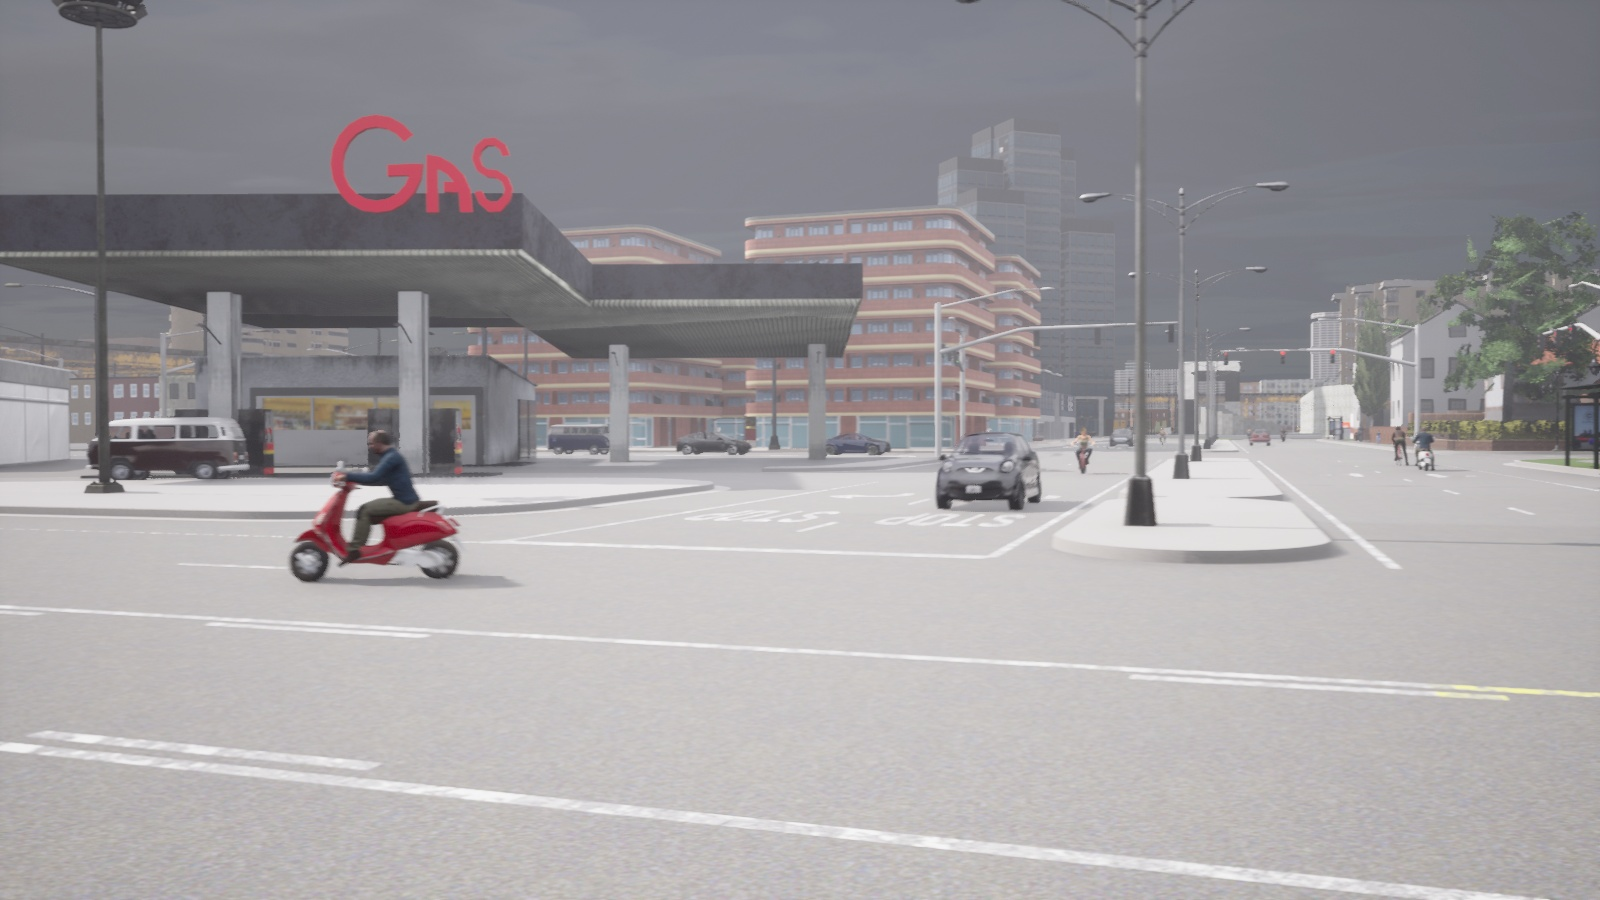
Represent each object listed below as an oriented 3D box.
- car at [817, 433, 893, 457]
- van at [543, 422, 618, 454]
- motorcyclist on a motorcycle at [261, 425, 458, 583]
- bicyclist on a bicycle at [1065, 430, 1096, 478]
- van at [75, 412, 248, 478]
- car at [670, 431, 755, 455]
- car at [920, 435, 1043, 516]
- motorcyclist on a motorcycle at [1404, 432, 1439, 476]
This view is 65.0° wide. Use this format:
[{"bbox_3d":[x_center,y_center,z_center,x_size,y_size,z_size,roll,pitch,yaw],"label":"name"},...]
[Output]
[{"bbox_3d":[3.318,-0.306,75.479,4.181,1.385,1.994,0,1,16],"label":"car"},{"bbox_3d":[-14.132,-0.774,80.997,4.442,1.987,1.775,1,1,17],"label":"van"},{"bbox_3d":[-4.589,0.551,13.214,1.817,1.590,0.866,0,-1,-9],"label":"motorcyclist on a motorcycle"},{"bbox_3d":[9.639,0.109,43.129,0.866,1.612,1.509,1,1,18],"label":"bicyclist on a bicycle"},{"bbox_3d":[-20.145,-0.164,39.821,4.480,2.038,2.069,0,1,-10],"label":"van"},{"bbox_3d":[-5.442,-0.447,78.271,4.792,1.488,2.163,0,1,17],"label":"car"},{"bbox_3d":[3.744,0.448,25.375,1.845,1.501,3.633,1,1,18],"label":"car"},{"bbox_3d":[22.643,0.132,45.772,0.866,1.590,1.817,1,1,18],"label":"motorcyclist on a motorcycle"}]
